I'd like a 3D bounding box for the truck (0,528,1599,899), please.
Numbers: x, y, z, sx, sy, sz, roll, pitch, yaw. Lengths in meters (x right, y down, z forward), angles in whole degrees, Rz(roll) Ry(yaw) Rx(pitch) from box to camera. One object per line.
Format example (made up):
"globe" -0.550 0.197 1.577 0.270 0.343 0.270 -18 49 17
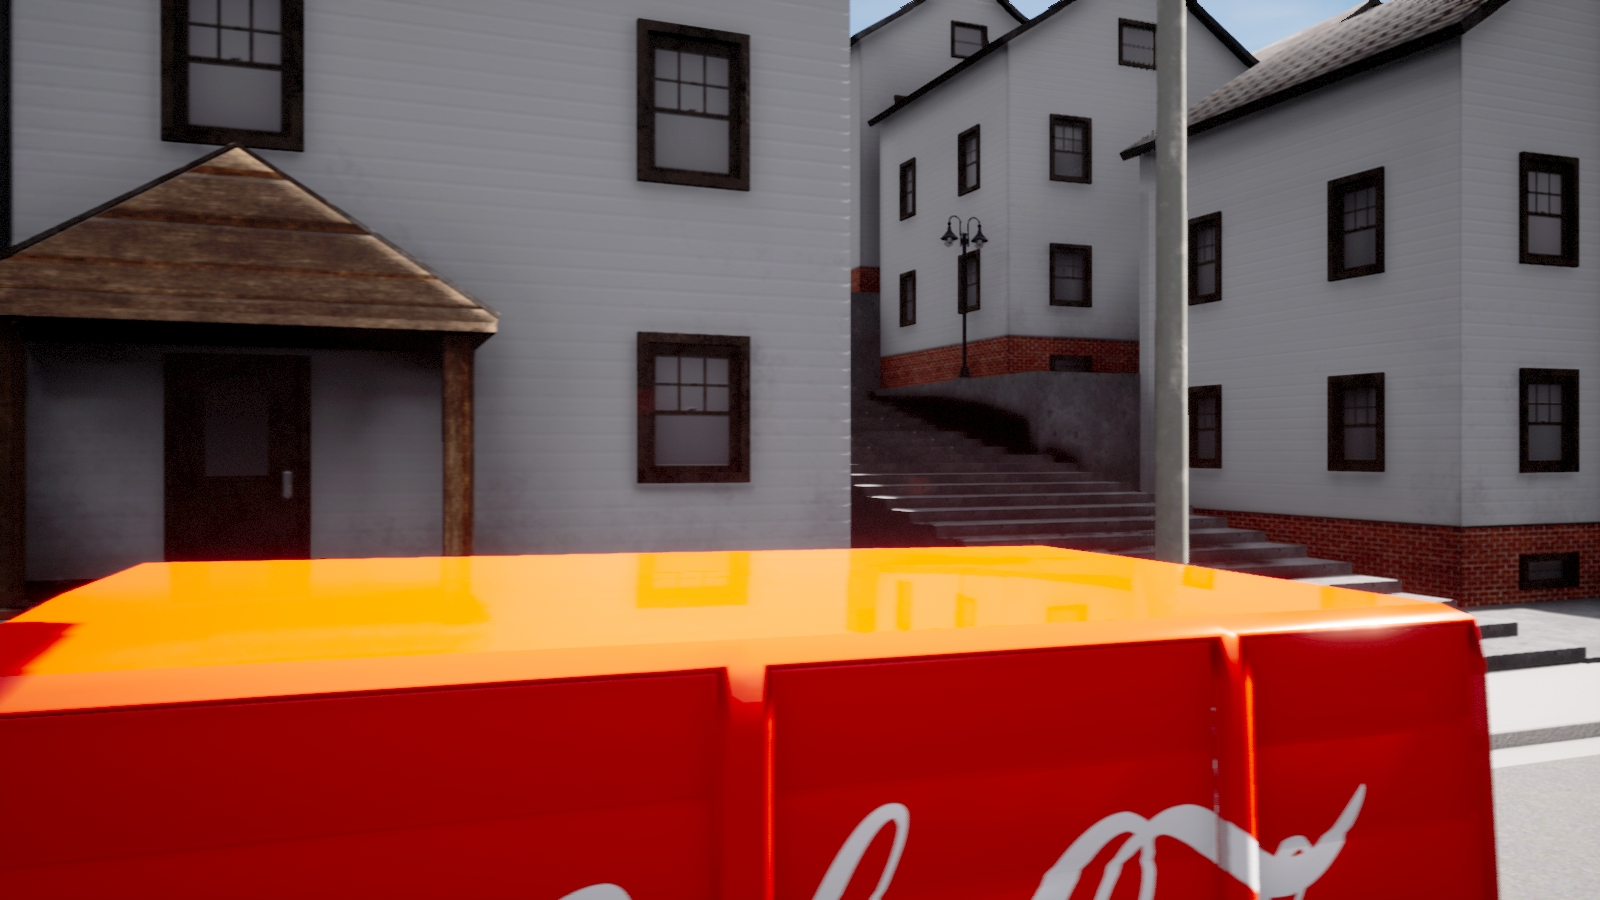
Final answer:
"truck" -1.074 1.570 2.908 5.204 2.467 2.627 0 0 -20
